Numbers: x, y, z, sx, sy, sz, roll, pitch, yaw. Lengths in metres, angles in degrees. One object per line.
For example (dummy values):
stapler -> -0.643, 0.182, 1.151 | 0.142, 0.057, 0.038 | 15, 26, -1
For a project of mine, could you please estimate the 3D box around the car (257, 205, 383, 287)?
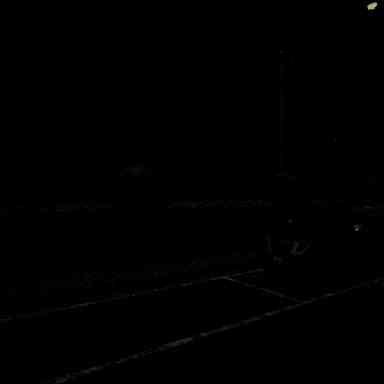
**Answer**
car -> 4.124, 1.313, 9.478 | 5.009, 1.841, 2.192 | 0, 0, -36
